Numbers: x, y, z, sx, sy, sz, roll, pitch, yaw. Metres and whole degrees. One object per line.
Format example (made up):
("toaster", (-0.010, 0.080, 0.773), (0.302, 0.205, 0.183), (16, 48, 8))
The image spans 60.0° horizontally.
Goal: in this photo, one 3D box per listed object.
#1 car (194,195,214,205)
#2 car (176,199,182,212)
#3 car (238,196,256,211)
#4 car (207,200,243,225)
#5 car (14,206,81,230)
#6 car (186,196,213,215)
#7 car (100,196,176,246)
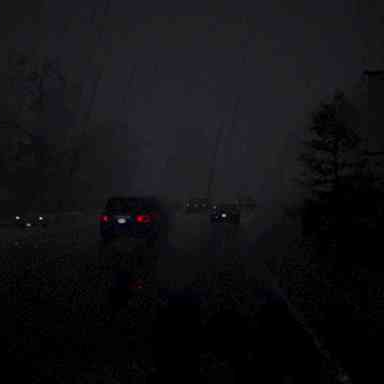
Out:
("car", (2.271, 1.388, 60.097), (1.882, 1.535, 5.008), (0, 0, 24))
("car", (-2.454, 1.444, 35.397), (1.837, 1.490, 4.892), (0, 0, 14))
("car", (6.721, 1.315, 41.375), (2.097, 1.767, 4.553), (0, 0, 17))
("car", (2.499, 1.538, 24.316), (1.994, 1.385, 4.181), (0, 0, 10))
("car", (-8.912, 1.547, 20.946), (1.895, 1.301, 4.718), (0, 0, 8))
("car", (0.839, 1.307, 33.319), (2.097, 1.767, 4.553), (0, 0, 13))
("car", (-2.390, 1.194, 15.408), (2.150, 2.045, 5.566), (0, 0, 6))
